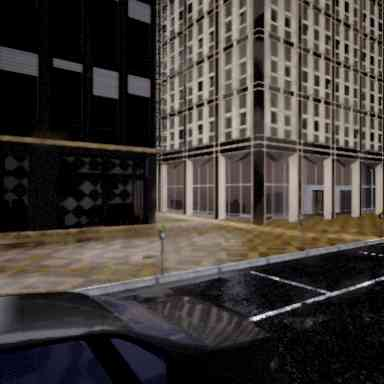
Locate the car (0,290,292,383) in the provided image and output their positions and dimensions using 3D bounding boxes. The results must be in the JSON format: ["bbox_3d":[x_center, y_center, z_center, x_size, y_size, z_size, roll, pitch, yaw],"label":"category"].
[{"bbox_3d":[-1.661,1.548,2.174,5.357,1.411,2.033,0,0,-35],"label":"car"}]
